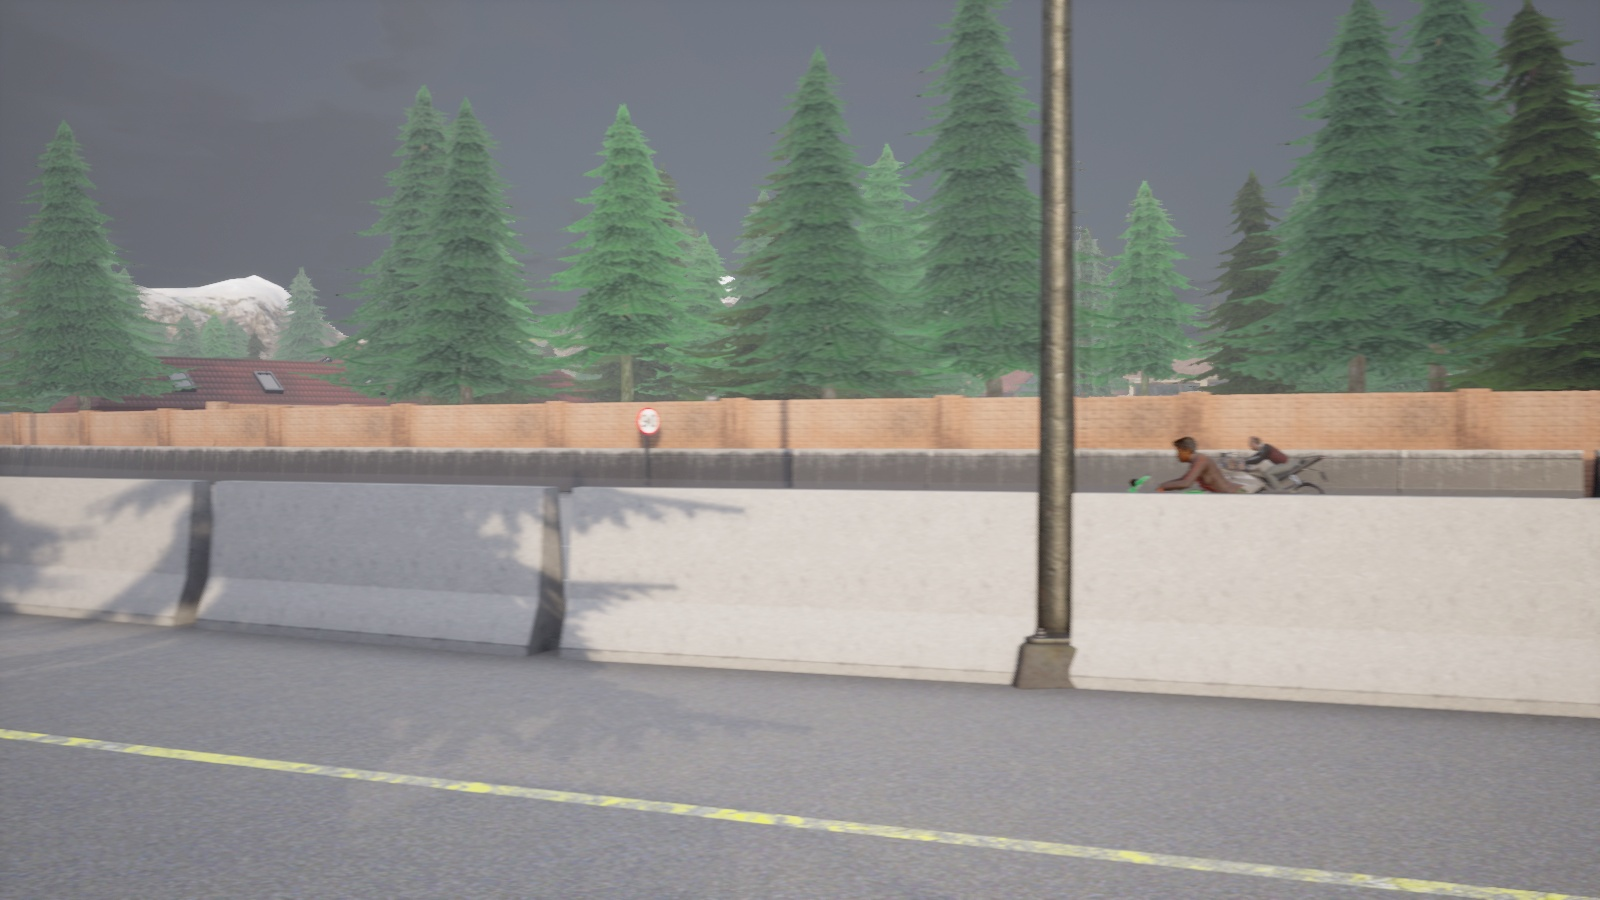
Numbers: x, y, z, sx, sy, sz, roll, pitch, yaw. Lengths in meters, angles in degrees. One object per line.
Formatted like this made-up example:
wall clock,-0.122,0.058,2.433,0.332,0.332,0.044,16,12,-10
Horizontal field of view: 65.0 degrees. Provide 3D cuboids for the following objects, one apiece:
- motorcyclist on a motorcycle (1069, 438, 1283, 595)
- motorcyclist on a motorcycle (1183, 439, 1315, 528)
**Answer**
motorcyclist on a motorcycle,3.863,0.647,12.944,2.044,1.523,0.797,0,0,19
motorcyclist on a motorcycle,8.053,0.585,22.598,2.191,1.530,0.866,1,0,19
